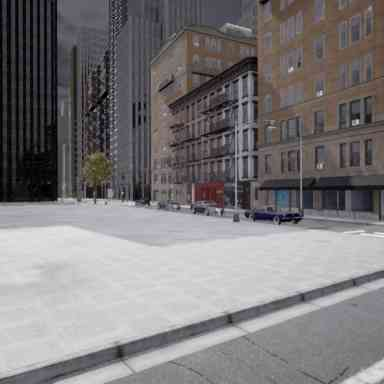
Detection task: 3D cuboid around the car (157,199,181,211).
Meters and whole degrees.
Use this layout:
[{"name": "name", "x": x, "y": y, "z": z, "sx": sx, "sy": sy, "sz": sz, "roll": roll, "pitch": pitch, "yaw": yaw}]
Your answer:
[{"name": "car", "x": -3.054, "y": 1.687, "z": 43.331, "sx": 2.128, "sy": 1.511, "sz": 4.902, "roll": 0, "pitch": 0, "yaw": -26}]

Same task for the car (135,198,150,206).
[{"name": "car", "x": -9.240, "y": 1.814, "z": 61.931, "sx": 1.837, "sy": 1.490, "sz": 4.892, "roll": 0, "pitch": 0, "yaw": -27}]

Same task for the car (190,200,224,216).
[{"name": "car", "x": 1.493, "y": 1.630, "z": 34.087, "sx": 2.128, "sy": 1.511, "sz": 4.902, "roll": 0, "pitch": 0, "yaw": -26}]

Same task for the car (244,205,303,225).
[{"name": "car", "x": 6.006, "y": 1.685, "z": 24.944, "sx": 1.895, "sy": 1.301, "sz": 4.718, "roll": 0, "pitch": 0, "yaw": -26}]
